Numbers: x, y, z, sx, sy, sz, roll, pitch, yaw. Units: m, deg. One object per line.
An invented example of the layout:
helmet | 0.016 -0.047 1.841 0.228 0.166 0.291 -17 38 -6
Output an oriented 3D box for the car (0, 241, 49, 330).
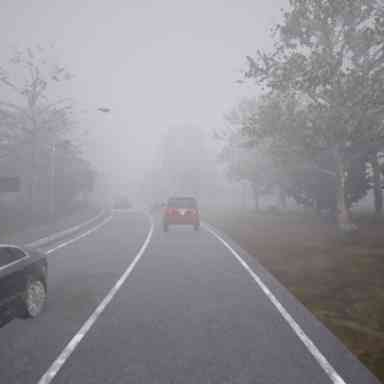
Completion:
car | -3.671 1.500 4.568 2.128 1.511 4.902 0 0 -1

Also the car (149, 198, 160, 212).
car | -3.893 1.441 39.215 2.097 1.767 4.553 1 0 -13

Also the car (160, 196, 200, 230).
car | -0.804 1.279 21.465 2.150 2.045 5.566 1 0 -6

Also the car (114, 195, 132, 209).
car | -9.386 1.352 45.413 2.097 1.767 4.553 1 0 -17
